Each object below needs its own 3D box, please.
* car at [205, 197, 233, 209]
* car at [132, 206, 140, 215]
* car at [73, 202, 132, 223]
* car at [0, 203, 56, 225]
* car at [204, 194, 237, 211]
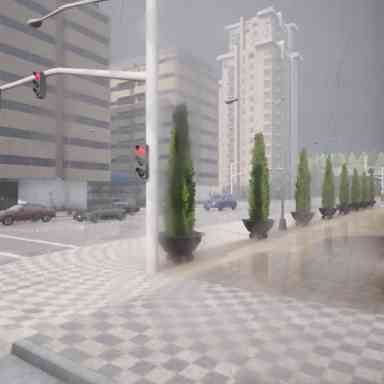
[{"bbox_3d":[3.985,1.561,48.423,1.837,1.490,4.892,0,0,35],"label":"car"},{"bbox_3d":[-7.288,1.656,32.109,1.895,1.301,4.718,0,0,35],"label":"car"},{"bbox_3d":[-7.160,1.619,26.121,1.994,1.385,4.181,0,0,35],"label":"car"},{"bbox_3d":[-12.429,1.581,24.602,1.812,1.442,4.674,0,0,34],"label":"car"},{"bbox_3d":[3.674,1.277,41.836,2.150,2.045,5.566,0,0,35],"label":"car"}]
